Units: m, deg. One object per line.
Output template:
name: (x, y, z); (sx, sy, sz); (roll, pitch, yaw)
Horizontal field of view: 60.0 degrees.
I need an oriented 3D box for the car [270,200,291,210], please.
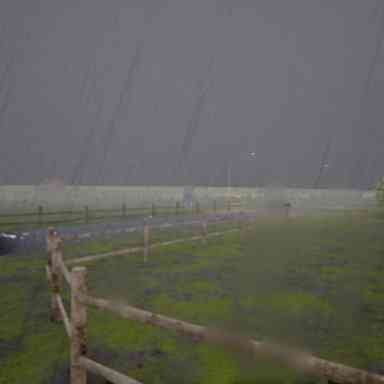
car: (13.520, 1.940, 50.690); (1.994, 1.385, 4.181); (1, 0, 35)
